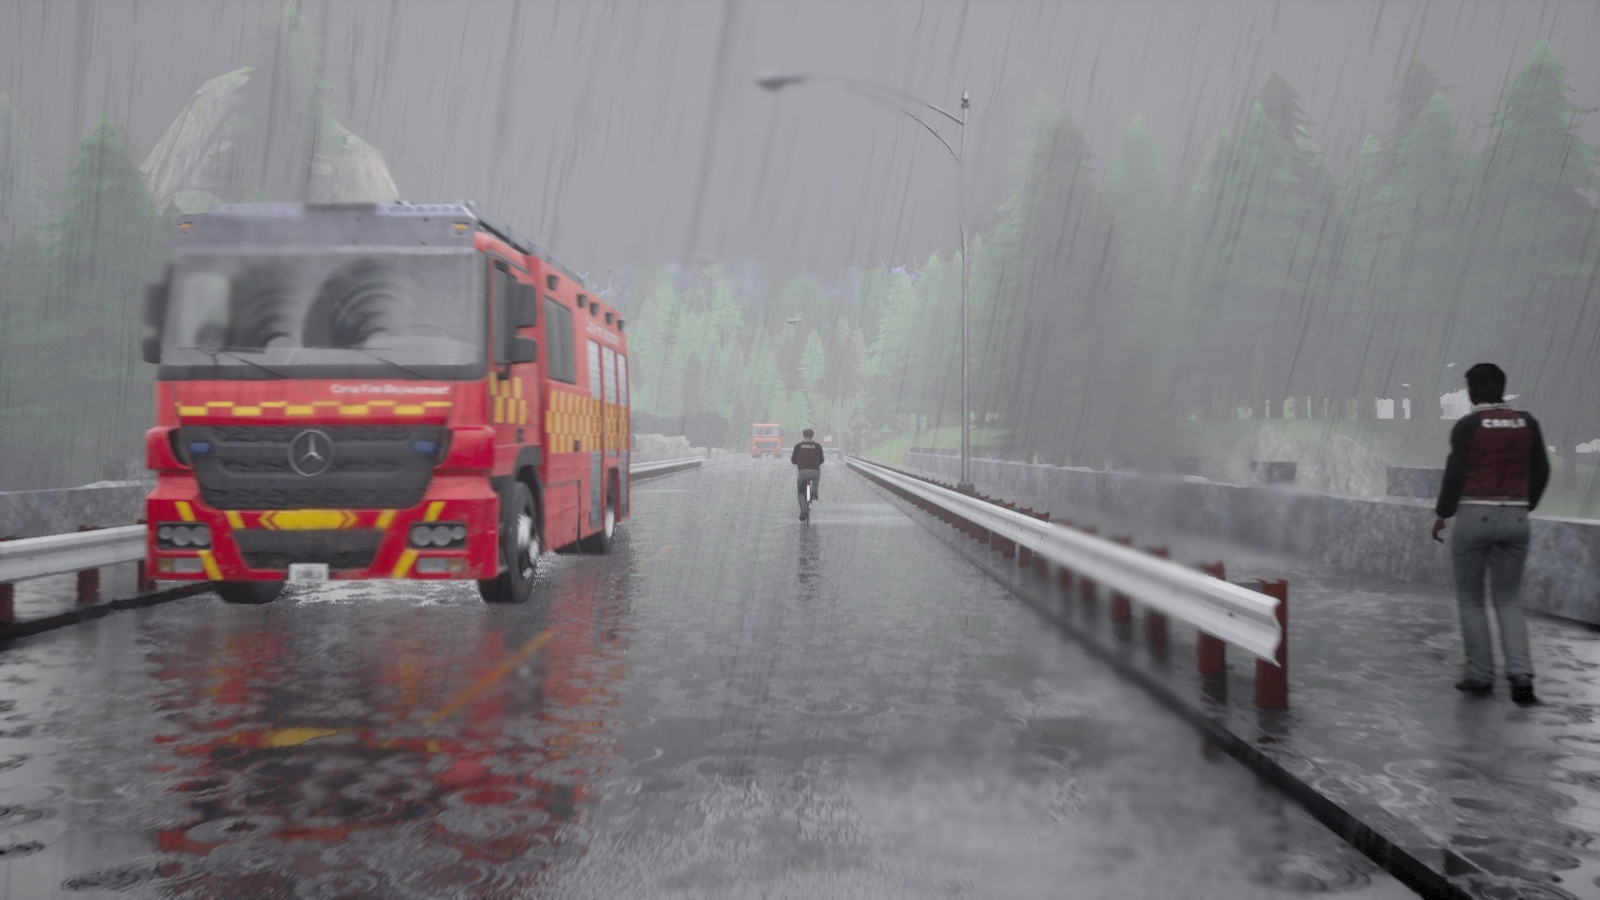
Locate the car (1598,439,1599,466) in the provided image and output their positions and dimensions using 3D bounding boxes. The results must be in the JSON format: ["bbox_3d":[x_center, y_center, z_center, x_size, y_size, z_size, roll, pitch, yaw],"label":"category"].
[{"bbox_3d":[54.055,0.191,81.171,2.097,1.767,4.553,0,0,0],"label":"car"}]

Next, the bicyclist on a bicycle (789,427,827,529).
[{"bbox_3d":[0.151,0.488,22.857,0.659,1.776,1.843,0,0,0],"label":"bicyclist on a bicycle"}]

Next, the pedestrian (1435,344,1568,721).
[{"bbox_3d":[3.773,0.421,6.790,0.402,1.930,0.666,0,0,8],"label":"pedestrian"}]

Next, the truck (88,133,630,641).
[{"bbox_3d":[-3.903,-0.499,13.713,2.891,3.827,8.468,0,0,0],"label":"truck"}]
